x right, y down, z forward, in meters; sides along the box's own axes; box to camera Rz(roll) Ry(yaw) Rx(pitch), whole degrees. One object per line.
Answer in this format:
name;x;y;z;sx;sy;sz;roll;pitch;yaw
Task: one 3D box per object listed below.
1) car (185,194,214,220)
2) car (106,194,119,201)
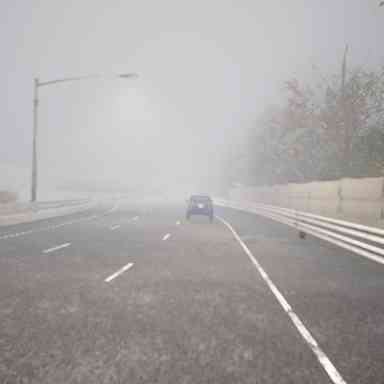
car;0.587;1.221;28.197;2.150;2.045;5.566;2;0;-2
car;-16.942;1.126;70.710;1.895;1.301;4.718;1;0;-26
